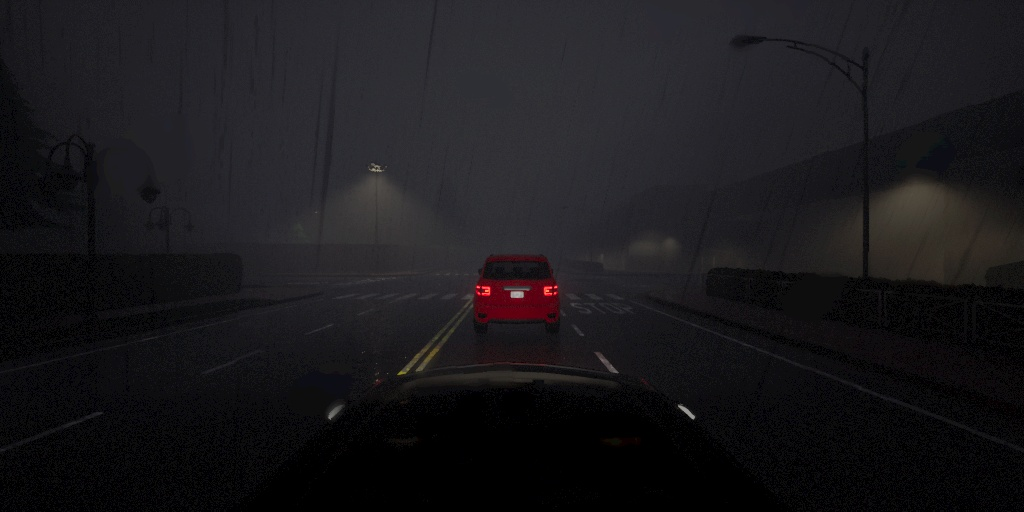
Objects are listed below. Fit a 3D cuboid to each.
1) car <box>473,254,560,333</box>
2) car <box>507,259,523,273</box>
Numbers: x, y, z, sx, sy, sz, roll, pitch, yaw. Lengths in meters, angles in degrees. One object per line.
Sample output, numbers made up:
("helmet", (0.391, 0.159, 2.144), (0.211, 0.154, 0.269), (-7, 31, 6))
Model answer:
("car", (0.122, 0.971, 10.828), (2.150, 2.045, 5.566), (0, 0, 0))
("car", (0.356, 1.228, 45.598), (1.882, 1.535, 5.008), (0, 0, 1))
